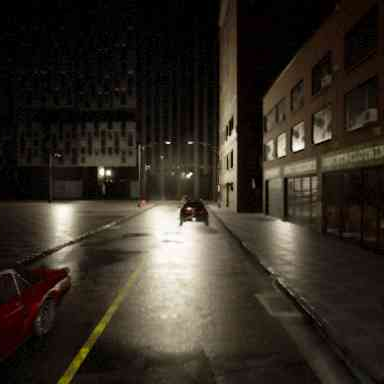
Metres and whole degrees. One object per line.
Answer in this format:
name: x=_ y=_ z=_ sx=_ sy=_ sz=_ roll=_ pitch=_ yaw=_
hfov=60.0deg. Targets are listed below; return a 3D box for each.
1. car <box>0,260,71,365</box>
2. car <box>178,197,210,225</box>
car: x=-3.096 y=1.577 z=3.697 sx=1.895 sy=1.301 sz=4.718 roll=0 pitch=0 yaw=0
car: x=0.124 y=1.364 z=22.351 sx=1.837 sy=1.490 sz=4.892 roll=0 pitch=1 yaw=0
